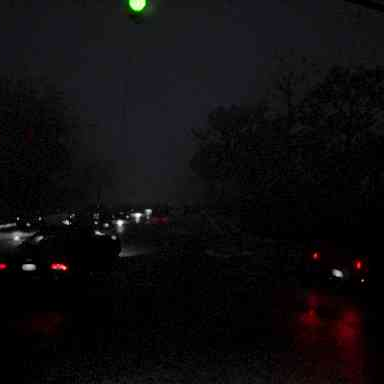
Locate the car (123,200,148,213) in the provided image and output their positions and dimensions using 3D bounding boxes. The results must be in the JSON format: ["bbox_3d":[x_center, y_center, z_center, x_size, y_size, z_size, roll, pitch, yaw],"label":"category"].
[{"bbox_3d":[-7.268,2.001,42.903,1.994,1.385,4.181,0,-1,-1],"label":"car"}]

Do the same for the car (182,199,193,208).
[{"bbox_3d":[-0.782,2.100,61.243,1.882,1.535,5.008,0,0,-2],"label":"car"}]

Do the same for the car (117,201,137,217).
[{"bbox_3d":[-7.167,1.884,33.030,2.033,1.411,5.357,0,-1,0],"label":"car"}]

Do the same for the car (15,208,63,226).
[{"bbox_3d":[-10.617,1.844,23.794,1.895,1.301,4.718,0,-1,0],"label":"car"}]

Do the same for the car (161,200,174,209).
[{"bbox_3d":[-4.090,2.122,56.505,2.033,1.411,5.357,0,-1,-2],"label":"car"}]

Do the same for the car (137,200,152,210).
[{"bbox_3d":[-7.511,2.046,53.074,1.837,1.490,4.892,0,-1,-1],"label":"car"}]

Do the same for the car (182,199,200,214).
[{"bbox_3d":[-0.084,1.898,41.362,1.882,1.535,5.008,0,0,-1],"label":"car"}]

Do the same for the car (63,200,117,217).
[{"bbox_3d":[-7.065,1.593,23.561,2.097,1.767,4.553,0,-1,-1],"label":"car"}]

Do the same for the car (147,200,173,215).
[{"bbox_3d":[-3.538,1.883,38.537,2.128,1.511,4.902,0,-1,-1],"label":"car"}]

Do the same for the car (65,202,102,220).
[{"bbox_3d":[-10.669,1.829,33.117,2.128,1.511,4.902,0,-1,0],"label":"car"}]

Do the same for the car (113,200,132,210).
[{"bbox_3d":[-10.987,2.032,53.172,2.128,1.511,4.902,0,-1,-2],"label":"car"}]

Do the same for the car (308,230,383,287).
[{"bbox_3d":[5.570,1.693,8.997,4.718,1.301,1.895,0,-1,-24],"label":"car"}]

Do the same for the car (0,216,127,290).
[{"bbox_3d":[-3.401,1.645,9.449,2.033,1.411,5.357,0,-1,0],"label":"car"}]
